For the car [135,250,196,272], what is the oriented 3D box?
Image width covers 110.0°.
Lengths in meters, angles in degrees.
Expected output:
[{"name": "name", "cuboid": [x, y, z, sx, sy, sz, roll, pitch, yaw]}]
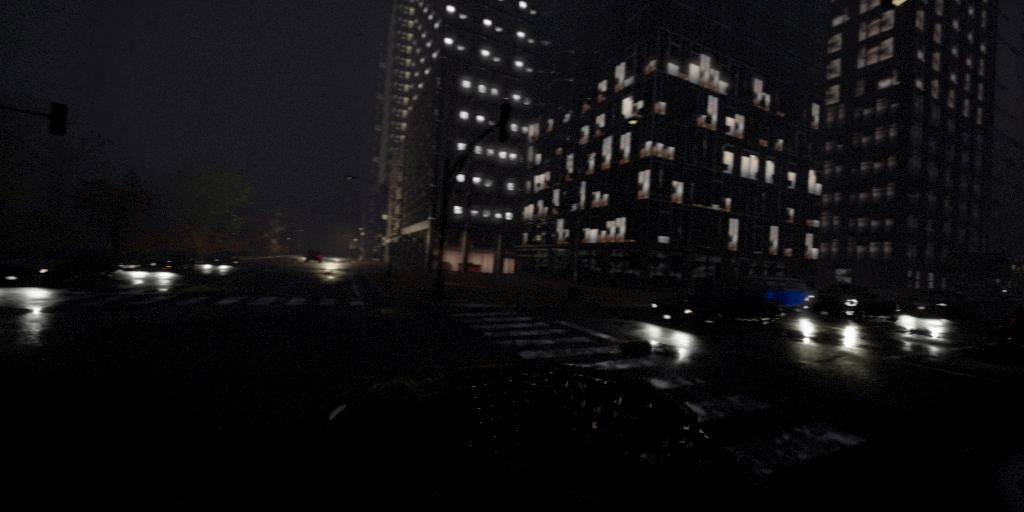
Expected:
[{"name": "car", "cuboid": [-23.336, 0.304, 24.334, 1.994, 1.385, 4.181, 4, -1, -25]}]

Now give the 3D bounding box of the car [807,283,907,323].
[{"name": "car", "cuboid": [16.225, 2.129, 17.166, 4.553, 1.767, 2.097, 3, -1, -25]}]

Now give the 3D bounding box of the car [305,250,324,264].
[{"name": "car", "cuboid": [-30.794, 0.083, 55.861, 2.150, 2.045, 5.566, 4, -1, -25]}]

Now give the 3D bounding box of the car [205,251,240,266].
[{"name": "car", "cuboid": [-28.552, 0.189, 35.502, 1.994, 1.385, 4.181, 4, -1, -25]}]

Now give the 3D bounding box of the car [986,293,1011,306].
[{"name": "car", "cuboid": [44.696, 4.073, 33.099, 4.313, 1.339, 1.948, 0, 0, -25]}]

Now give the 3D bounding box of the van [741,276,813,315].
[{"name": "van", "cuboid": [13.671, 1.998, 18.992, 3.998, 1.789, 1.690, 0, 0, -25]}]

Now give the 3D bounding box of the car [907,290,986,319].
[{"name": "car", "cuboid": [25.634, 2.829, 21.477, 4.902, 1.511, 2.128, 3, -1, -24]}]

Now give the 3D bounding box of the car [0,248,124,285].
[{"name": "car", "cuboid": [-19.130, 0.382, 15.355, 2.033, 1.411, 5.357, 4, -1, -25]}]

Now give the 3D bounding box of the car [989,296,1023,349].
[{"name": "car", "cuboid": [17.245, 2.210, 11.144, 4.097, 1.591, 1.967, 0, 0, -25]}]

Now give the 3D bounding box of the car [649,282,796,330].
[{"name": "car", "cuboid": [7.669, 1.814, 13.245, 5.357, 1.411, 2.033, 3, -1, -25]}]
